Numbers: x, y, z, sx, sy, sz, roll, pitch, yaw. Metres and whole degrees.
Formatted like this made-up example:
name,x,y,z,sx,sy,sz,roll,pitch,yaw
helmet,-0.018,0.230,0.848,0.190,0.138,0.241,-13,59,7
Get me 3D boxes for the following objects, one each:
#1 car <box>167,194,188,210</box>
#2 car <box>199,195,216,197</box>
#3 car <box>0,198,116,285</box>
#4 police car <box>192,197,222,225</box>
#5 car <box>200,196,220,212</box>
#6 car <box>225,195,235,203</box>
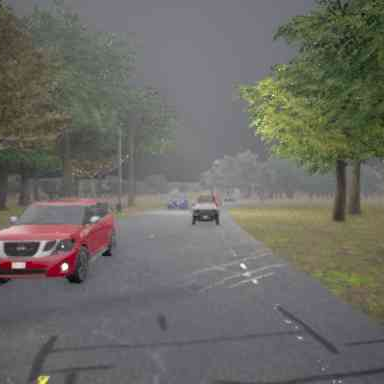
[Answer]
name,x,y,z,sx,sy,sz,roll,pitch,yaw
car,-1.878,1.322,44.412,2.150,2.045,5.566,0,0,7
car,1.628,1.280,34.091,2.150,2.045,5.566,0,0,5
car,-3.759,1.219,9.885,2.150,2.045,5.566,0,0,-1
police car,0.992,1.439,24.316,1.930,1.638,5.238,0,0,2
car,2.214,1.433,39.928,2.097,1.767,4.553,0,0,7
car,8.871,1.601,77.942,2.097,1.767,4.553,0,0,17
